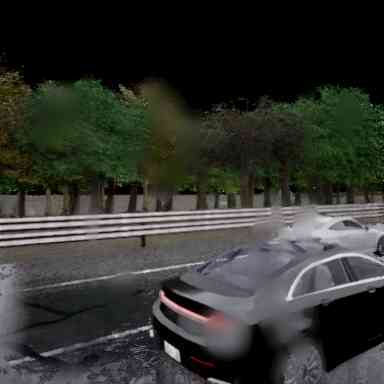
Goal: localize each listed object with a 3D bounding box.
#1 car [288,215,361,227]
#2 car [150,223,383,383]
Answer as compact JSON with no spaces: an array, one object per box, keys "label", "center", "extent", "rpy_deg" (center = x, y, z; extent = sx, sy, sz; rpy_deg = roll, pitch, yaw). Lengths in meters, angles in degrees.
[{"label":"car","center":[4.786,1.512,11.312],"extent":[4.674,1.442,1.812],"rpy_deg":[0,0,-35]},{"label":"car","center":[1.770,1.486,4.959],"extent":[4.902,1.511,2.128],"rpy_deg":[0,0,-35]}]
